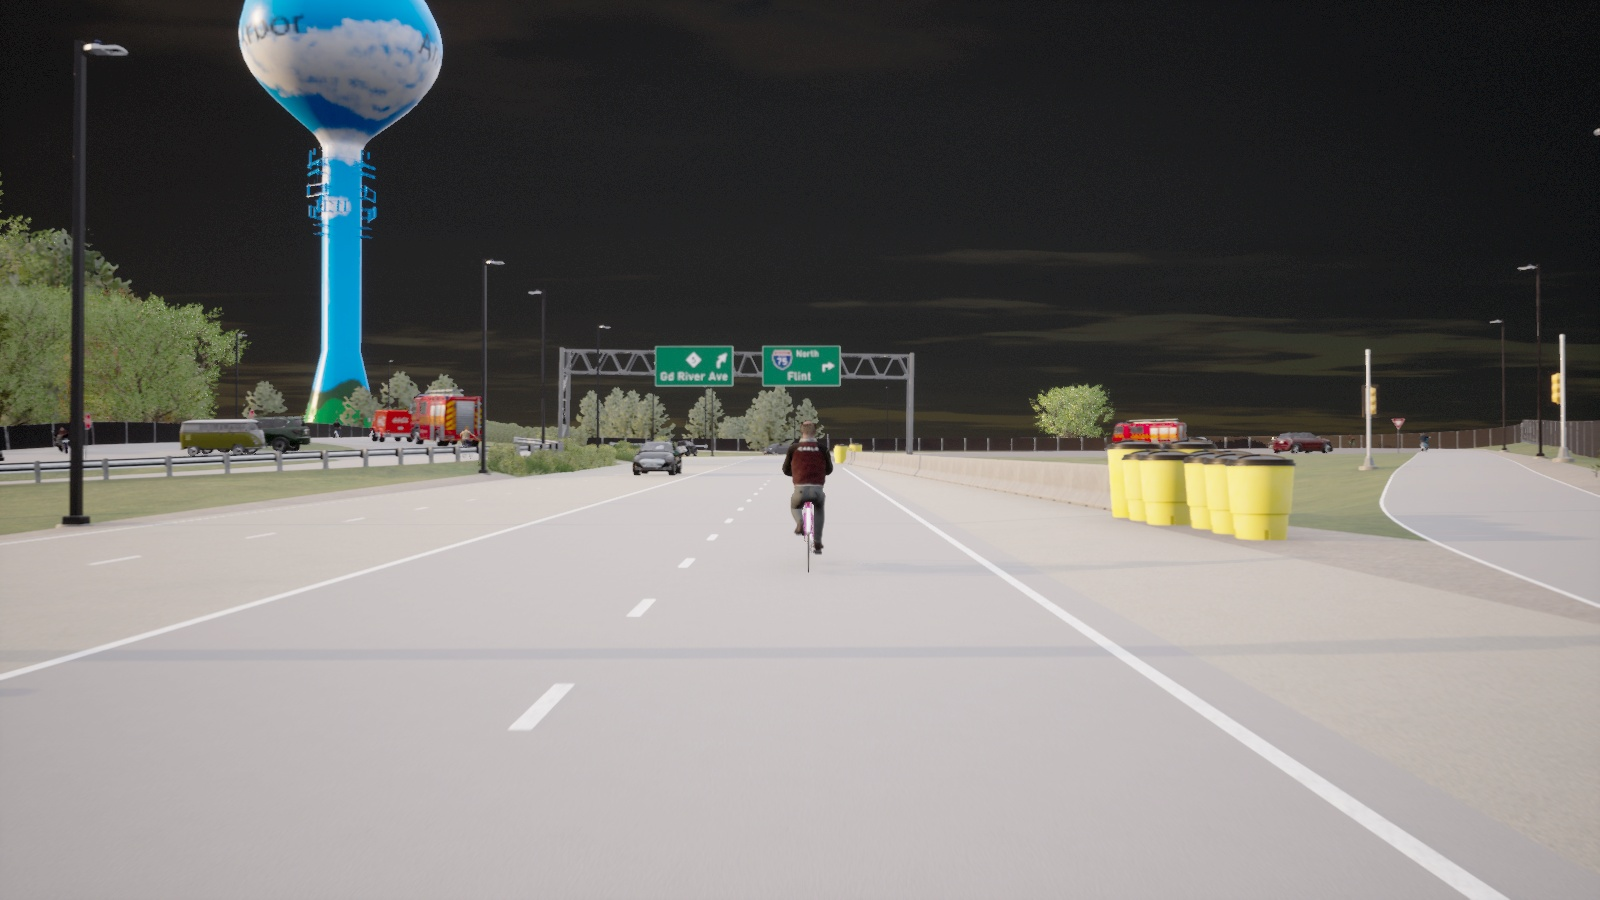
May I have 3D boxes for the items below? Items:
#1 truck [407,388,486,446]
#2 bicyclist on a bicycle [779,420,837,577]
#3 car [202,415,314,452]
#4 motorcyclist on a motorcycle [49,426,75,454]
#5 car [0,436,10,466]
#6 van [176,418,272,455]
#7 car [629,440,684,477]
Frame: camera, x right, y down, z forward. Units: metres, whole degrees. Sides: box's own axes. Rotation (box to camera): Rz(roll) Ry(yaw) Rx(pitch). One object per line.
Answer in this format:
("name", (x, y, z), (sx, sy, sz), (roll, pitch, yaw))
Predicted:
("truck", (-24.561, -2.267, 86.982), (2.891, 3.827, 8.468), (0, 1, -32))
("bicyclist on a bicycle", (0.099, 0.539, 15.139), (0.659, 1.776, 1.843), (0, 0, 0))
("car", (-31.458, -0.953, 73.035), (5.566, 2.045, 2.150), (0, 3, -1))
("motorcyclist on a motorcycle", (-42.553, -0.600, 72.436), (0.866, 1.530, 2.191), (-4, 5, -40))
("car", (-39.865, 0.159, 59.010), (2.033, 1.411, 5.357), (0, 3, 1))
("van", (-31.963, -0.760, 69.758), (4.442, 1.987, 1.775), (0, 3, 2))
("car", (-6.668, 0.351, 58.862), (2.033, 1.649, 4.856), (0, 0, 0))
